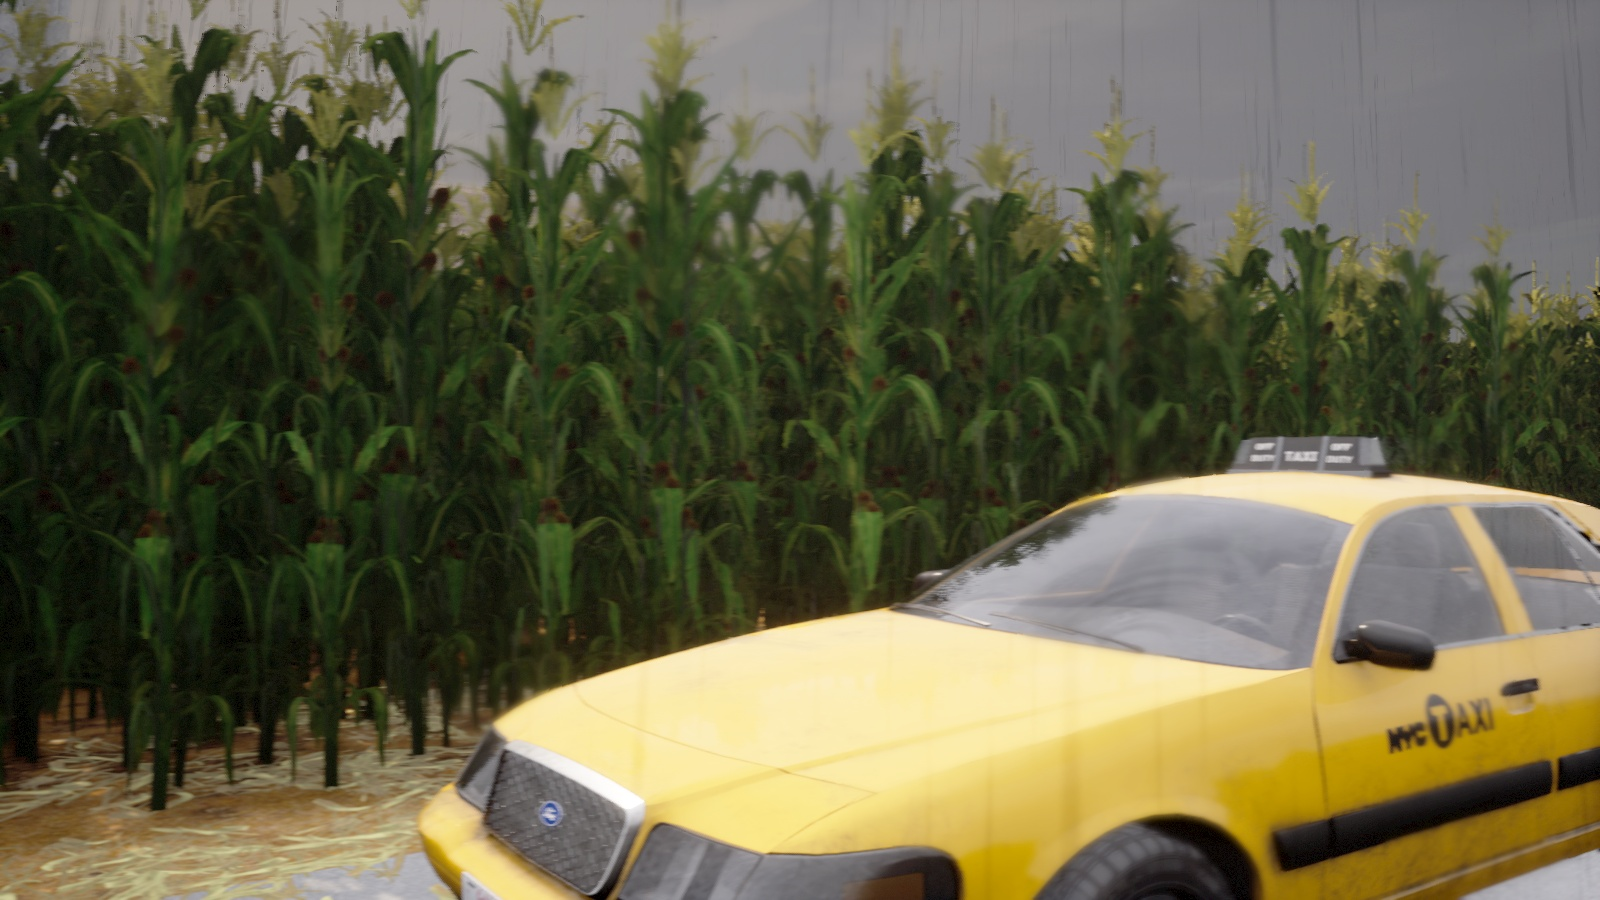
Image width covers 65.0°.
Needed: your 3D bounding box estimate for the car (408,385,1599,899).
[{"bbox_3d":[1.626,0.711,4.303,5.366,1.575,1.801,1,-1,-35],"label":"car"}]
